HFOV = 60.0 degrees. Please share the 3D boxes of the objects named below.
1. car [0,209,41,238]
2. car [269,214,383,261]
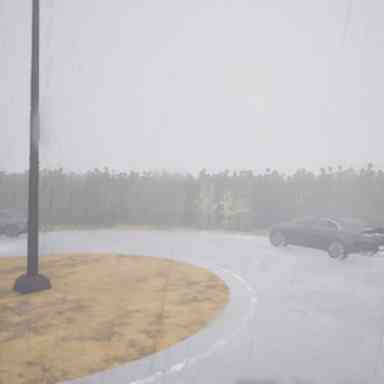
[{"bbox_3d":[-10.222,1.611,17.441,4.181,1.385,1.994,0,0,4],"label":"car"},{"bbox_3d":[5.119,1.631,13.113,2.128,1.511,4.902,1,0,-28],"label":"car"}]
